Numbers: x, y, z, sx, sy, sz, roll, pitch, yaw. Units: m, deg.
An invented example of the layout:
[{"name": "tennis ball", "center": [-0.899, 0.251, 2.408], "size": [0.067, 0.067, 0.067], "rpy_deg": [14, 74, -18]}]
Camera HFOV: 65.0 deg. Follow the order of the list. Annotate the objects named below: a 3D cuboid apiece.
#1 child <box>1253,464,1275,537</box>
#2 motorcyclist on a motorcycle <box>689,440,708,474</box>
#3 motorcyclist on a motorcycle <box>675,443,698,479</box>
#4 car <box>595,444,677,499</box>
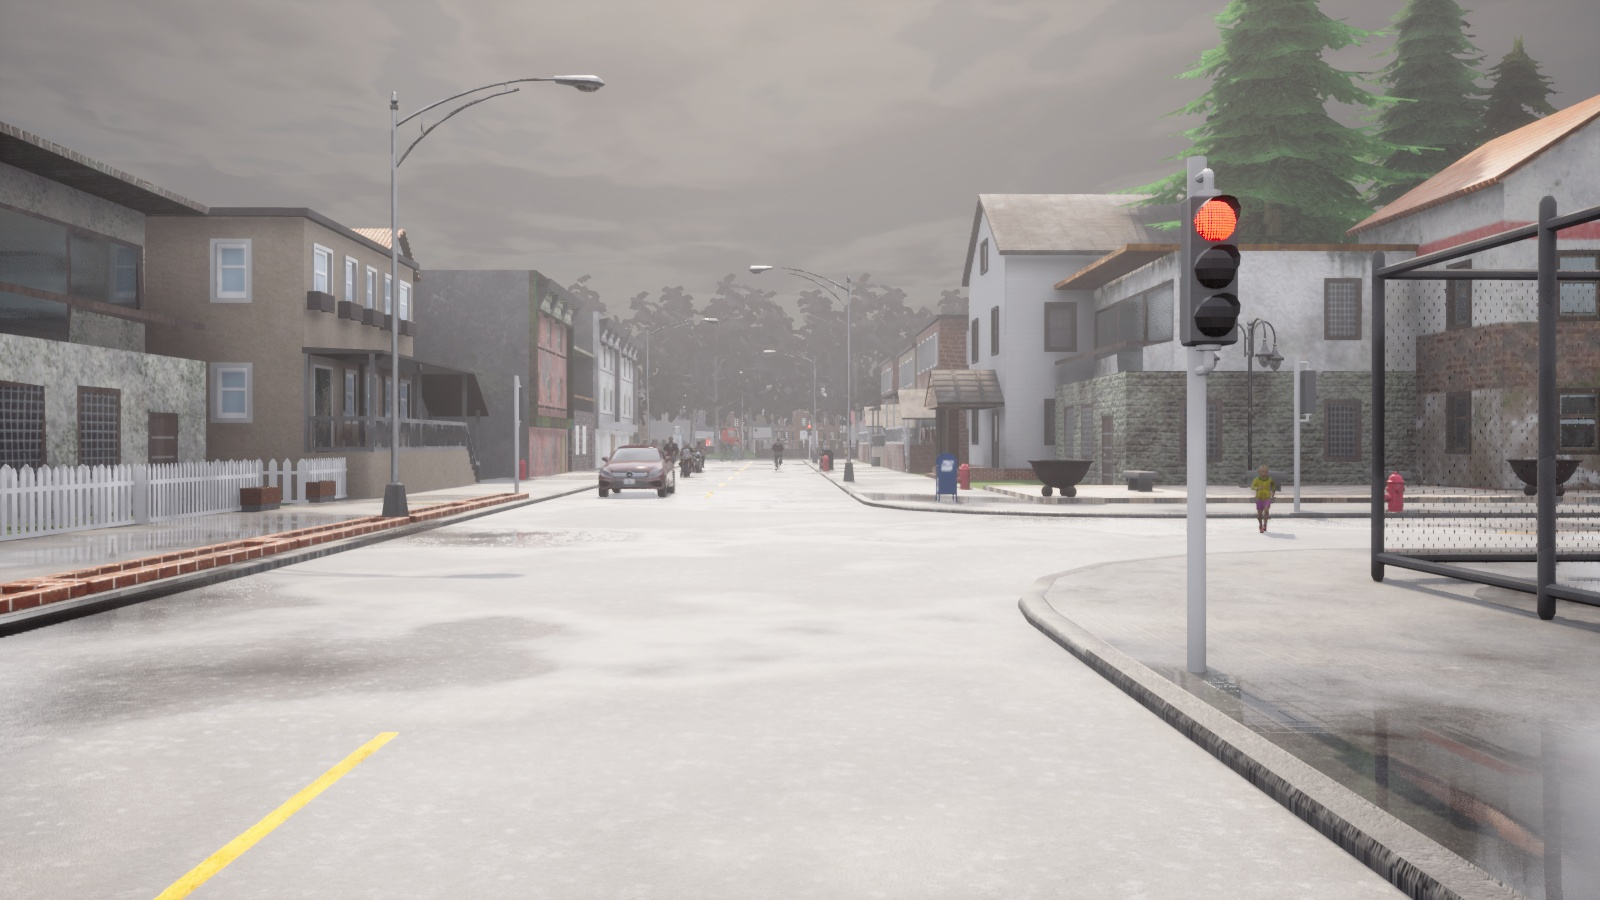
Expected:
[{"name": "child", "center": [7.534, 0.807, 20.399], "size": [0.299, 1.160, 0.473], "rpy_deg": [0, 0, 18]}, {"name": "motorcyclist on a motorcycle", "center": [-5.101, 0.336, 63.268], "size": [0.766, 1.649, 2.350], "rpy_deg": [0, 0, -1]}, {"name": "motorcyclist on a motorcycle", "center": [-4.953, 0.467, 55.033], "size": [0.866, 1.530, 2.191], "rpy_deg": [0, 0, -1]}, {"name": "car", "center": [-4.608, 0.566, 35.821], "size": [1.812, 1.442, 4.674], "rpy_deg": [0, 0, -1]}]
